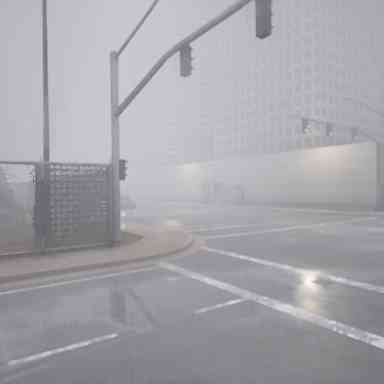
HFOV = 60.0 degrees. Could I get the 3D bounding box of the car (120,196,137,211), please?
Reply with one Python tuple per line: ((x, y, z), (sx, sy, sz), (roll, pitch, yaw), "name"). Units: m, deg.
((-7.898, 1.236, 37.277), (1.837, 1.490, 4.892), (-1, 1, -35), "car")
